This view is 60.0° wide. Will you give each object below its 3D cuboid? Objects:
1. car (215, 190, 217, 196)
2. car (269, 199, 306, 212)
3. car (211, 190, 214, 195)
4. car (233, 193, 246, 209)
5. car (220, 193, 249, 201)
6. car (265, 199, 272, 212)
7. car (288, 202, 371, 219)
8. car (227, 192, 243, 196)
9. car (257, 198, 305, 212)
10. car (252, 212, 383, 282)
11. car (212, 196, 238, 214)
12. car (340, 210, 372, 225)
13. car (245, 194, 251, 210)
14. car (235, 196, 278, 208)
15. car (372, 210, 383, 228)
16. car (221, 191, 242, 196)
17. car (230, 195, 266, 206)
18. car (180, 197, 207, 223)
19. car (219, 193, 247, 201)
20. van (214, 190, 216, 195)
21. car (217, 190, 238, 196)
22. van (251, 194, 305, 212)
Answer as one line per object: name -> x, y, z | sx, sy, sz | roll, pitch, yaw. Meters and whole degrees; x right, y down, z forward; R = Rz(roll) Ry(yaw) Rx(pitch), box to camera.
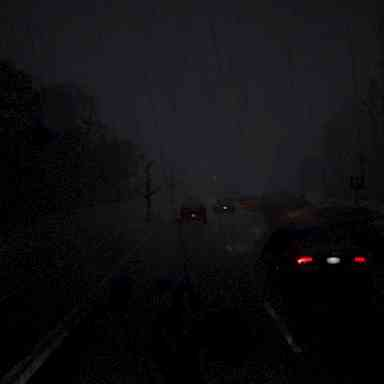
car -> 8.227, 0.906, 68.771 | 5.366, 1.575, 1.946 | 1, 0, -20
car -> 7.893, 1.444, 20.909 | 5.366, 1.575, 1.946 | 1, 1, -20
car -> 7.879, 0.833, 77.586 | 5.366, 1.575, 1.946 | 1, 1, -20
car -> 7.887, 1.248, 38.819 | 5.366, 1.575, 1.946 | 0, 1, -20
car -> 8.061, 0.959, 62.739 | 5.008, 1.535, 2.097 | 1, 1, -20
car -> 8.090, 1.460, 23.978 | 4.792, 1.488, 2.163 | 1, 0, -20
car -> 8.038, 1.496, 17.982 | 4.792, 1.488, 2.163 | 1, 1, -20
car -> 7.886, 1.161, 44.785 | 5.366, 1.575, 1.946 | 0, 1, -20
car -> 8.058, 1.441, 26.951 | 4.674, 1.452, 2.002 | 1, 0, -20
car -> 3.097, 1.547, 9.792 | 2.033, 1.411, 5.357 | 0, 0, 0
car -> 3.091, 1.405, 33.041 | 1.994, 1.385, 4.181 | 0, 1, 0
car -> 8.063, 1.525, 12.025 | 4.674, 1.452, 2.002 | 1, 0, -20
car -> 8.034, 1.209, 32.908 | 4.553, 1.767, 2.185 | 1, 1, -20
car -> 8.086, 1.239, 41.881 | 4.792, 1.488, 2.163 | 0, 1, -20
car -> 8.097, 1.240, 9.053 | 5.566, 2.045, 2.435 | 1, 0, -20
car -> 8.066, 1.020, 56.773 | 4.892, 1.521, 2.231 | 1, 1, -20
car -> 8.054, 1.165, 47.834 | 4.674, 1.452, 2.002 | 1, 1, -20
car -> 0.092, 1.406, 25.048 | 1.882, 1.535, 5.008 | 0, 1, 0
car -> 8.047, 0.934, 65.724 | 4.892, 1.521, 2.231 | 1, 0, -20
van -> 7.946, 0.634, 74.626 | 4.442, 1.987, 1.878 | 1, 1, -20
car -> 8.085, 0.736, 59.772 | 5.566, 2.045, 2.435 | 1, 0, -20
van -> 7.957, 1.145, 29.880 | 4.442, 1.987, 1.878 | 1, 1, -20
